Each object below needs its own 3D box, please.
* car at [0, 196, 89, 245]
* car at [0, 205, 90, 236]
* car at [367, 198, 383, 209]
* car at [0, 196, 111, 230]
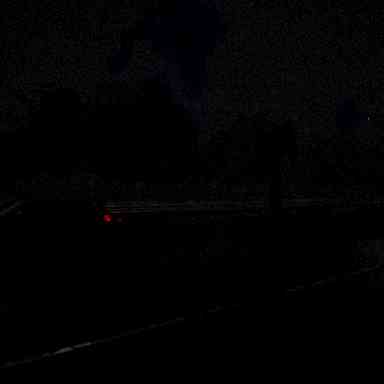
[{"bbox_3d":[-7.934,1.223,15.532,5.566,2.045,2.150,0,0,-36],"label":"car"},{"bbox_3d":[-8.884,1.552,19.154,5.357,1.411,2.033,0,0,-36],"label":"car"},{"bbox_3d":[24.541,1.527,42.996,5.008,1.535,1.882,0,0,-35],"label":"car"},{"bbox_3d":[-5.872,1.224,12.704,5.566,2.045,2.150,0,0,-36],"label":"car"}]
